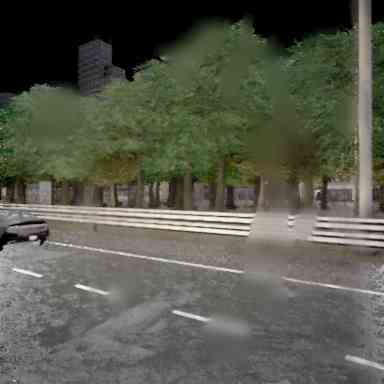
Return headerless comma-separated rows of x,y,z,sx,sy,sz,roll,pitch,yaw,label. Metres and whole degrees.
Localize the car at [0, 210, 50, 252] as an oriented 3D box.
-7.895,1.497,13.795,4.902,1.511,2.128,0,0,35,car
